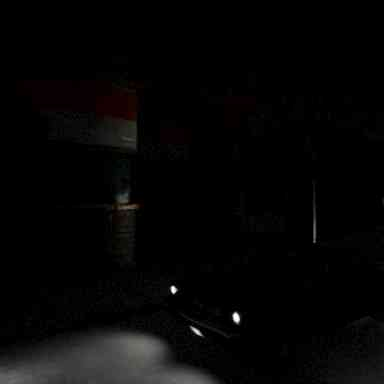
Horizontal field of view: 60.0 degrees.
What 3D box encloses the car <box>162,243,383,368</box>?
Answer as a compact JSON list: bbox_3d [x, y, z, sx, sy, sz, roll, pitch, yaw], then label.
[{"bbox_3d":[1.869,1.664,5.941,4.718,1.301,1.895,1,-1,-36],"label":"car"}]
